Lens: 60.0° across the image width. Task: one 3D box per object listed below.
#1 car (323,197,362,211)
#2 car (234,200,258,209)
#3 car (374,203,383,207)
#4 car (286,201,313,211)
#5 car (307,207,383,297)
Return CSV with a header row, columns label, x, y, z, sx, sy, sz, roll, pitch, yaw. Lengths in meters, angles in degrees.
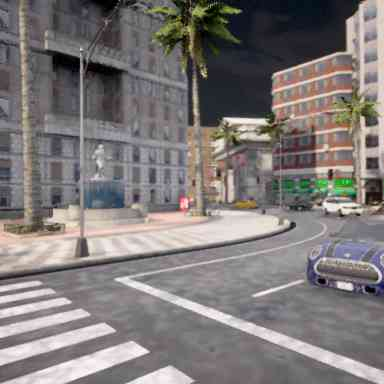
label,x,y,z,sx,sy,sz,roll,pitch,yaw
car,16.270,1.616,36.276,2.150,2.045,5.566,0,-1,-3
car,10.036,2.286,62.147,1.882,1.535,5.008,0,-1,-40
car,14.987,1.768,24.943,1.812,1.442,4.674,-1,-1,14
car,16.396,2.105,50.996,1.837,1.490,4.892,0,-1,-21
car,4.885,1.444,8.778,4.553,1.767,2.097,0,-1,-45
